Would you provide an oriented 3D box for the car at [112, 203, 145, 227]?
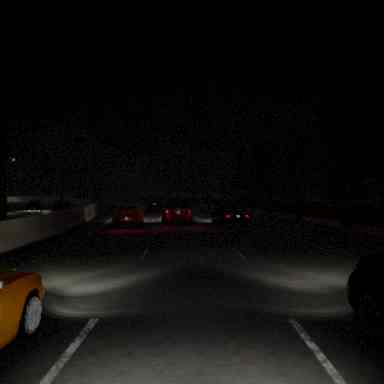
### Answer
[{"bbox_3d":[-4.472,1.544,23.529,1.882,1.535,5.008,0,0,-7],"label":"car"}]

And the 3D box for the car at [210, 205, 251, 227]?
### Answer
[{"bbox_3d":[2.605,1.615,23.651,2.033,1.411,5.357,0,0,-8],"label":"car"}]

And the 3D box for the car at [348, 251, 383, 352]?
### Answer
[{"bbox_3d":[3.610,1.229,3.052,2.150,2.045,5.566,0,0,0],"label":"car"}]

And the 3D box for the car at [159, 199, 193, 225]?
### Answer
[{"bbox_3d":[-1.179,1.427,25.076,2.097,1.767,4.553,0,0,-6],"label":"car"}]

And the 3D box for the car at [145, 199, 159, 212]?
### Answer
[{"bbox_3d":[-4.579,1.605,40.242,2.128,1.511,4.902,0,0,-16],"label":"car"}]

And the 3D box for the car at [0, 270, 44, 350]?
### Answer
[{"bbox_3d":[-3.387,1.488,3.540,1.882,1.535,5.008,0,0,0],"label":"car"}]
